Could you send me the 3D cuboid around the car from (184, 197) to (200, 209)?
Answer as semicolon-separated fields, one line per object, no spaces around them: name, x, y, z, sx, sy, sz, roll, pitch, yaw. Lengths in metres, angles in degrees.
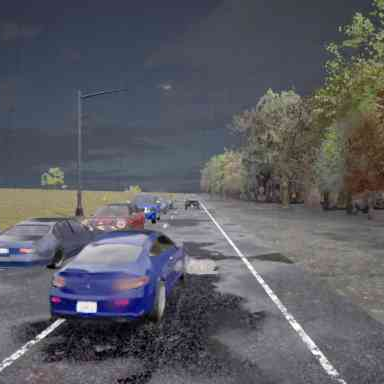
car;0.024;1.500;44.326;1.837;1.490;4.892;0;0;0

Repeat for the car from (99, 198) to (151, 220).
car;-3.602;1.354;15.814;2.097;1.767;4.553;0;0;5

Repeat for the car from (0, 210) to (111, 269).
car;-4.635;1.549;11.014;2.033;1.411;5.357;0;0;5

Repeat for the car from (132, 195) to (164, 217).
car;-3.625;1.223;25.239;2.150;2.045;5.566;0;0;-1

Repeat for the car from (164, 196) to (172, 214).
car;-3.622;1.351;35.244;2.097;1.767;4.553;0;0;0

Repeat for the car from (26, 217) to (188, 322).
car;-1.255;1.526;7.208;1.812;1.442;4.674;0;0;8

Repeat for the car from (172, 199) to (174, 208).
car;-3.630;1.347;45.250;2.097;1.767;4.553;0;0;0
